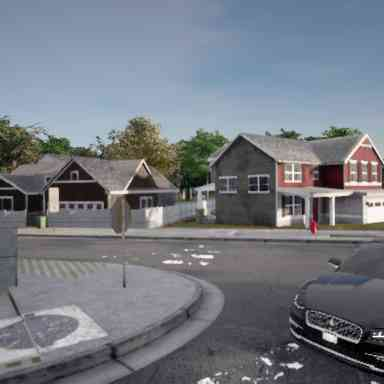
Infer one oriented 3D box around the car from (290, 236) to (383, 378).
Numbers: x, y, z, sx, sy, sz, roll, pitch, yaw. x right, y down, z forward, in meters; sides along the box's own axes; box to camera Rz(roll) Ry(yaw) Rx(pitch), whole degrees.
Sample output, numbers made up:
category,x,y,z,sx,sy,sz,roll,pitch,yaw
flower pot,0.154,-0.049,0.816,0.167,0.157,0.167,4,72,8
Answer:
category,x,y,z,sx,sy,sz,roll,pitch,yaw
car,3.663,1.527,5.475,4.892,1.490,1.837,0,0,-35
